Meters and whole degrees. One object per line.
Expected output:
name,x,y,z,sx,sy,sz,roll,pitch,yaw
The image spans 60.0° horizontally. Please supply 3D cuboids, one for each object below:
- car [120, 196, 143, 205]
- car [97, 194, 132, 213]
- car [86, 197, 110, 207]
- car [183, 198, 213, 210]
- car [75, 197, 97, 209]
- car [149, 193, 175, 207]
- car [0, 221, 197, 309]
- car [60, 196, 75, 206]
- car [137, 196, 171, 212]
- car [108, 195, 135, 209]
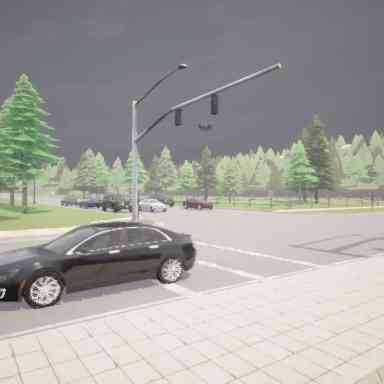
car,-10.965,1.547,59.583,2.033,1.411,5.357,0,0,-35
car,-8.522,1.221,37.813,2.150,2.045,5.566,0,0,-36
car,-15.163,1.547,53.341,2.033,1.411,5.357,0,0,-35
car,0.734,1.478,42.888,1.882,1.535,5.008,0,0,-35
car,-14.148,1.601,45.801,1.895,1.301,4.718,0,0,-35
car,-4.842,1.221,50.820,2.150,2.045,5.566,0,0,-35
car,-2.144,1.505,7.968,4.892,1.490,1.837,0,0,-35
car,-20.070,1.505,54.254,1.837,1.490,4.892,0,0,-35
car,-4.653,1.526,38.412,1.812,1.442,4.674,0,0,-35
car,-9.707,1.352,45.570,2.097,1.767,4.553,0,0,-35
